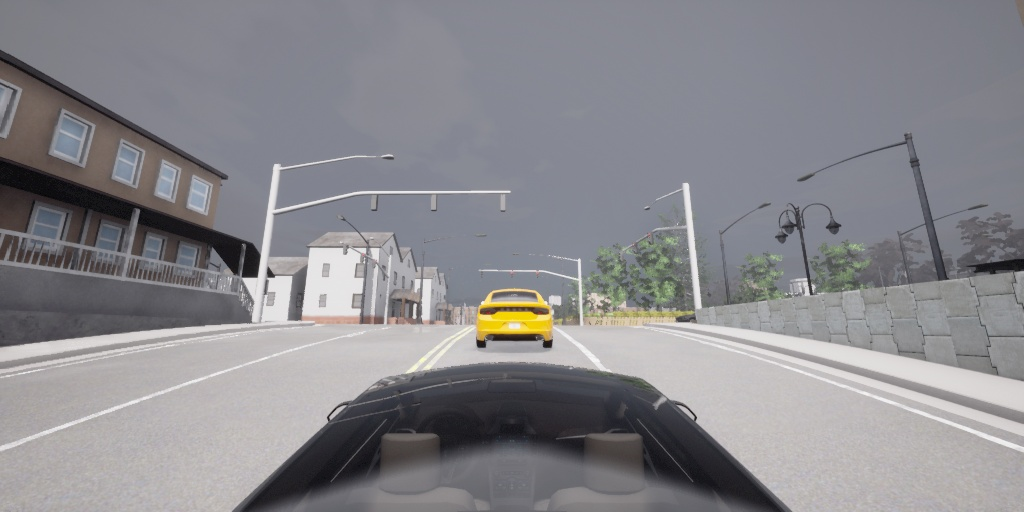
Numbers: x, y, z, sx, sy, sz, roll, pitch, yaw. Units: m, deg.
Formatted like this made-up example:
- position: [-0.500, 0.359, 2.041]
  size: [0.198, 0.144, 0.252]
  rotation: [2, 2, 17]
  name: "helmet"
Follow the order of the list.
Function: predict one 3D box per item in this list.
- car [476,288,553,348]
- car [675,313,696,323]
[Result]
- position: [0.069, 1.723, 10.549]
  size: [1.882, 1.535, 5.008]
  rotation: [0, -7, 0]
  name: "car"
- position: [16.486, 5.262, 30.396]
  size: [5.008, 1.535, 1.882]
  rotation: [0, -12, 1]
  name: "car"
